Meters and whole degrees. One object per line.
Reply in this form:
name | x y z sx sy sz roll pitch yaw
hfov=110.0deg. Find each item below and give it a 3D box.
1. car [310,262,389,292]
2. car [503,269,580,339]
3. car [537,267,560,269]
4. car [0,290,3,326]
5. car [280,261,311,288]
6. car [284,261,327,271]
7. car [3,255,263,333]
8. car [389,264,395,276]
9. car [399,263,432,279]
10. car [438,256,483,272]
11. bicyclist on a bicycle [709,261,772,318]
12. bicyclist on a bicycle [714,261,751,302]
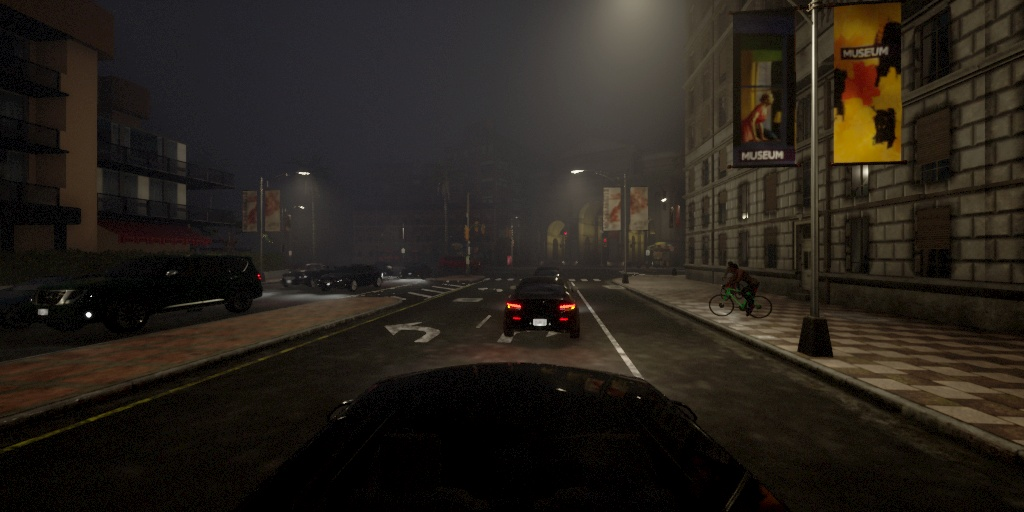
car | -9.535 1.255 21.580 1.837 1.490 4.892 0 0 7
car | 0.877 1.276 10.078 1.812 1.442 4.674 0 0 7
car | 1.922 1.276 18.921 1.812 1.442 4.674 0 0 7
car | -14.204 1.297 11.639 2.033 1.411 5.357 0 0 7
car | -12.849 1.242 23.537 2.128 1.511 4.902 0 0 6
car | -27.538 1.351 47.855 4.718 1.301 1.895 0 0 7
car | -10.713 0.971 11.216 2.150 2.045 5.566 0 0 8
car | -13.265 1.297 36.526 2.033 1.411 5.357 0 0 -26
car | -8.522 1.314 32.075 1.994 1.385 4.181 0 0 1
car | -6.469 0.971 45.257 5.566 2.045 2.150 0 0 7
bicyclist on a bicycle | 6.854 1.051 10.797 1.656 1.620 0.582 0 0 22
bicyclist on a bicycle | 9.272 1.050 15.059 1.656 1.620 0.582 0 0 -28
